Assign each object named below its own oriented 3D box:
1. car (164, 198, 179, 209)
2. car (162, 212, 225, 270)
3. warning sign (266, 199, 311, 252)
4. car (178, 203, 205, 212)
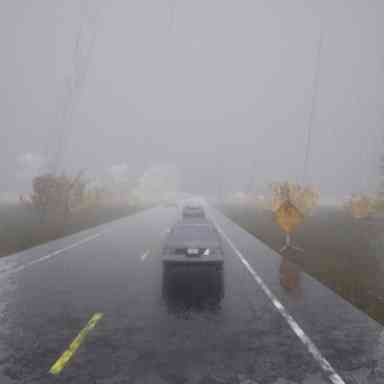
[{"bbox_3d":[-3.260,1.744,53.995,2.097,1.767,4.553,0,0,1],"label":"car"},{"bbox_3d":[0.061,1.629,11.302,2.033,1.411,5.357,0,0,1],"label":"car"},{"bbox_3d":[3.549,1.205,12.348,1.300,1.860,1.060,-1,-2,0],"label":"warning sign"},{"bbox_3d":[0.170,1.709,30.102,2.128,1.511,4.902,0,0,1],"label":"car"}]
